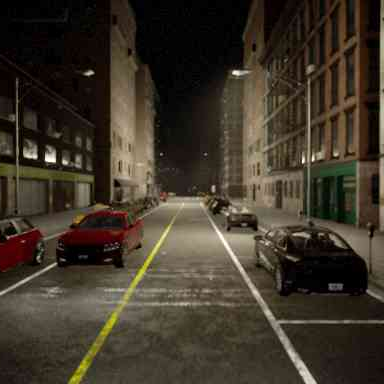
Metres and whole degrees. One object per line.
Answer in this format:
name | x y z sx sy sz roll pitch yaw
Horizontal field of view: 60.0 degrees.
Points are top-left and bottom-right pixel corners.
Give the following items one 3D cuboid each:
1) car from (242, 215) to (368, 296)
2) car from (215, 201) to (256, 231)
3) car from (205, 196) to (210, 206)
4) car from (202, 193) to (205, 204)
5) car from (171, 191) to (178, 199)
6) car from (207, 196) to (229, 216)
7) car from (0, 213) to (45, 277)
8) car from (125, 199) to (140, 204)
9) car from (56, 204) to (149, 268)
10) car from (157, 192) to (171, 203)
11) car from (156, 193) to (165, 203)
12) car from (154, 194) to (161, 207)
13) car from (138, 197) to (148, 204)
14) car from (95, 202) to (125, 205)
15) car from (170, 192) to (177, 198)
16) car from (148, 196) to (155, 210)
car | 2.645 1.490 8.289 2.008 1.369 4.403 0 0 0
car | 2.655 1.411 19.113 2.008 1.369 4.403 0 0 0
car | 2.669 1.308 35.351 1.947 1.339 4.313 0 0 0
car | 2.678 1.183 46.346 1.752 1.417 4.829 0 0 0
car | -5.315 0.915 83.480 2.008 1.369 4.403 0 0 0
car | 2.664 1.348 29.938 1.947 1.339 4.313 0 0 0
car | -5.380 1.379 8.304 1.967 1.590 4.097 0 0 0
car | -5.366 1.387 24.542 1.947 1.339 4.313 0 0 0
car | -2.827 1.396 11.163 1.882 1.535 5.008 0 0 0
car | -5.337 0.888 57.016 2.192 1.841 5.009 0 0 0
car | -5.347 1.209 46.193 2.008 1.369 4.403 0 0 0
car | -5.352 1.252 40.780 2.008 1.369 4.403 0 0 0
car | -5.361 1.309 29.784 1.752 1.417 4.829 0 0 0
car | -5.371 1.387 18.959 1.752 1.417 4.829 0 0 0
car | -5.305 0.803 94.218 1.752 1.417 4.829 0 0 0
car | -5.356 1.324 35.367 1.802 1.307 4.206 0 0 0
